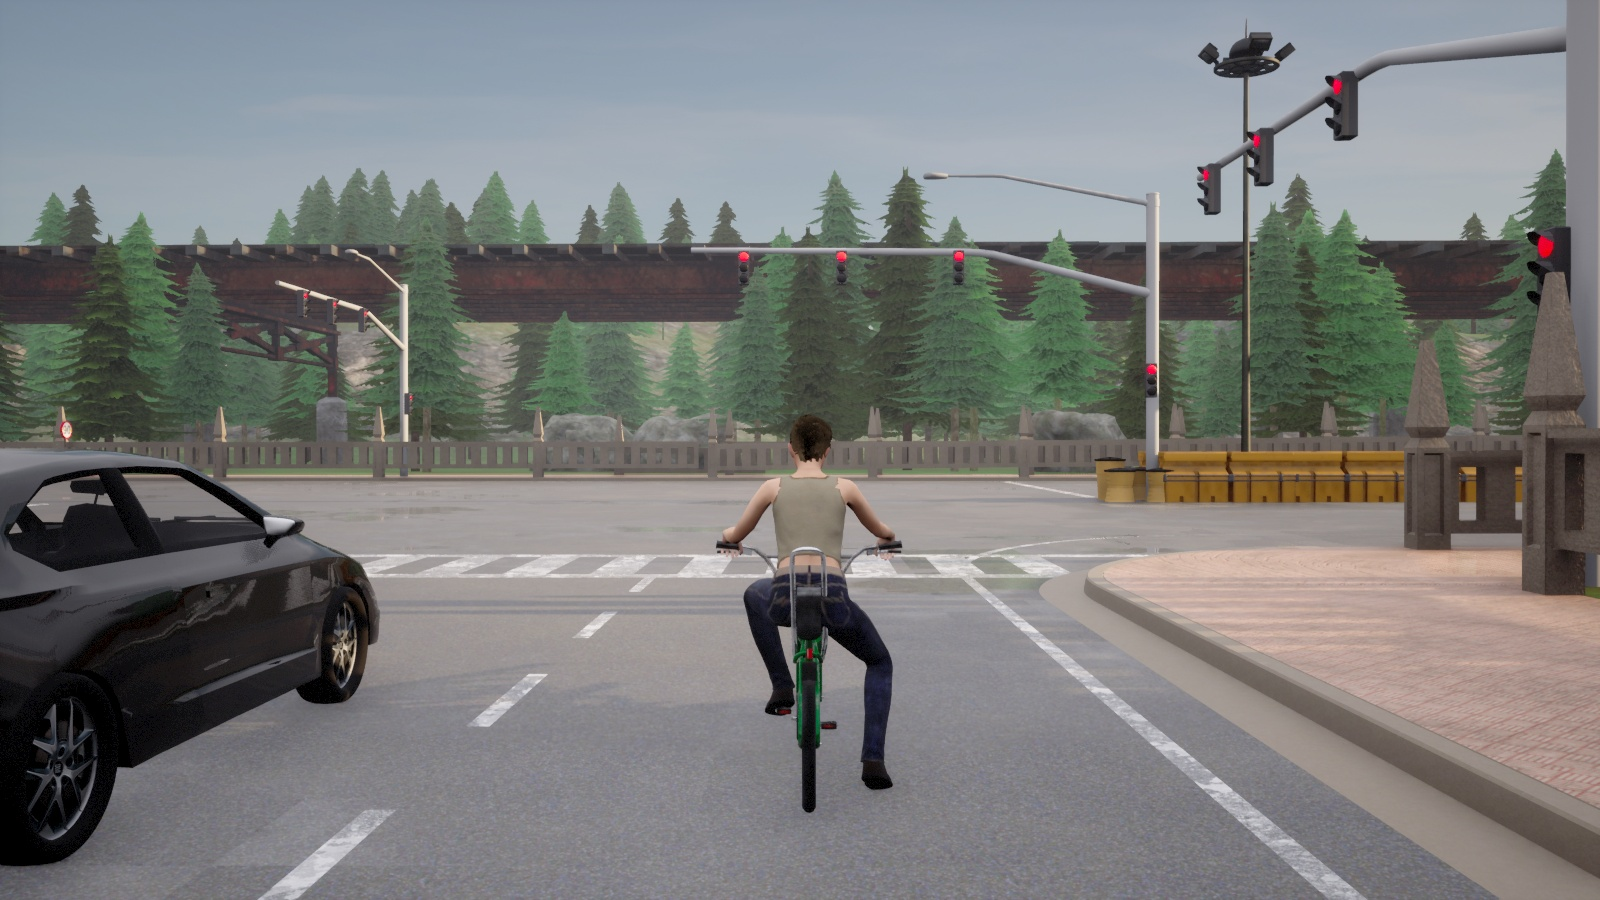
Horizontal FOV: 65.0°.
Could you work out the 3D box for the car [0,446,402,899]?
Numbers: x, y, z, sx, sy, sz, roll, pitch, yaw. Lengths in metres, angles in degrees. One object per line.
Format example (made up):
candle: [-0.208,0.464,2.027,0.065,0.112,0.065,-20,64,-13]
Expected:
car: [-3.453,0.724,5.914,1.816,1.474,4.193,0,0,0]

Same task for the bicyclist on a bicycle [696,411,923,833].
bicyclist on a bicycle: [0.040,0.652,5.554,0.866,1.612,1.509,0,0,0]
